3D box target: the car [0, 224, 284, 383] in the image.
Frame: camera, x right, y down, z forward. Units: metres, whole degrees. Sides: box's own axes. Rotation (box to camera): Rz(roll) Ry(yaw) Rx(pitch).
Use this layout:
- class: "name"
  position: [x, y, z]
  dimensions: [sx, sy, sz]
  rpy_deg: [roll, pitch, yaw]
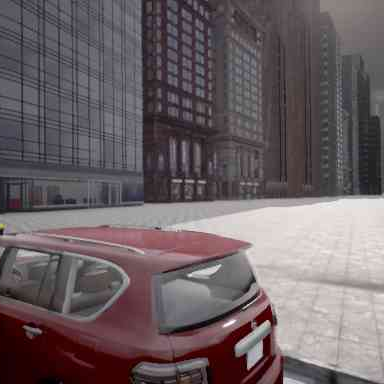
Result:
- class: "car"
  position: [-1.465, 1.315, 3.907]
  dimensions: [5.009, 1.841, 2.192]
  rpy_deg: [0, -1, 36]
